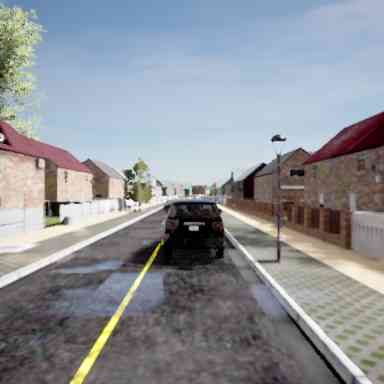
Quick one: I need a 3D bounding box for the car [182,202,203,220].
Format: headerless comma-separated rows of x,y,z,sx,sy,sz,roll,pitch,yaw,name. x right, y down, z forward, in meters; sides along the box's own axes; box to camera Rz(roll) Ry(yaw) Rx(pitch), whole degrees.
0.056,1.682,30.321,1.812,1.442,4.674,0,0,0,car

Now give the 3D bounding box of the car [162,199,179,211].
-2.885,1.780,45.736,2.033,1.411,5.357,0,0,0,car

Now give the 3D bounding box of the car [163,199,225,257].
0.070,1.290,13.357,2.150,2.045,5.566,0,0,0,car
